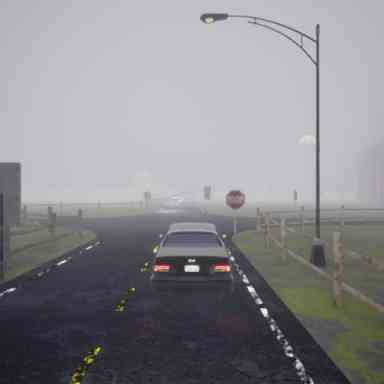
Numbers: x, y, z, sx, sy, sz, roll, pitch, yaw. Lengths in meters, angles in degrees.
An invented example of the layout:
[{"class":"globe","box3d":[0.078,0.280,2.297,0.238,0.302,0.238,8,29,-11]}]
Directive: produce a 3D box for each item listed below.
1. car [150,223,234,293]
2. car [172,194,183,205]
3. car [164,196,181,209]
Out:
[{"class":"car","box3d":[0.013,1.547,9.013,2.033,1.411,5.357,0,0,0]},{"class":"car","box3d":[-2.874,1.345,63.744,2.150,2.045,5.566,0,-1,0]},{"class":"car","box3d":[-2.900,1.664,46.825,1.895,1.301,4.718,0,0,0]}]
